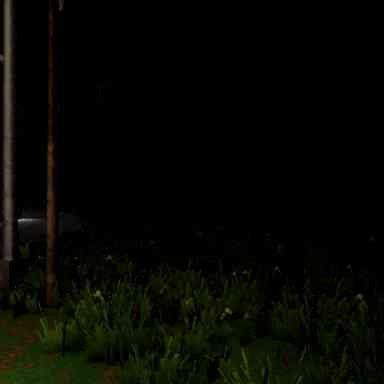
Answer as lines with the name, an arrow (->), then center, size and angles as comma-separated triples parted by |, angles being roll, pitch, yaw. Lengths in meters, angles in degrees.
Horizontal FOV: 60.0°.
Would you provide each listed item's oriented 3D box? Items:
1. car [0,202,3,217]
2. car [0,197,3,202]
car -> -12.532, 1.521, 18.985 | 2.033, 1.411, 5.357 | 0, 0, -11
car -> -16.760, 1.479, 29.061 | 1.837, 1.490, 4.892 | 0, 0, -34
